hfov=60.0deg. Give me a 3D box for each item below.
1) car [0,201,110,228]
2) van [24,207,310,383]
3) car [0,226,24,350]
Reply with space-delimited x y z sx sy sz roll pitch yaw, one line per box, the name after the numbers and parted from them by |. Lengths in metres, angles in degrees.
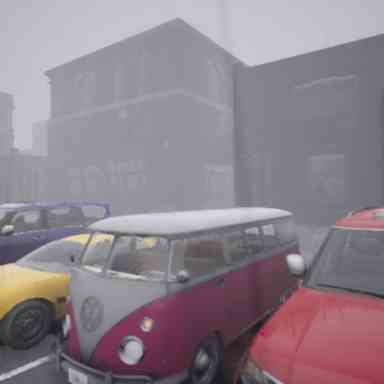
-4.328 1.281 8.393 2.435 2.045 5.566 -1 0 35 | car
0.150 1.271 5.101 1.878 1.987 4.442 0 0 35 | van
-2.153 1.511 6.655 1.946 1.575 5.366 0 0 35 | car
